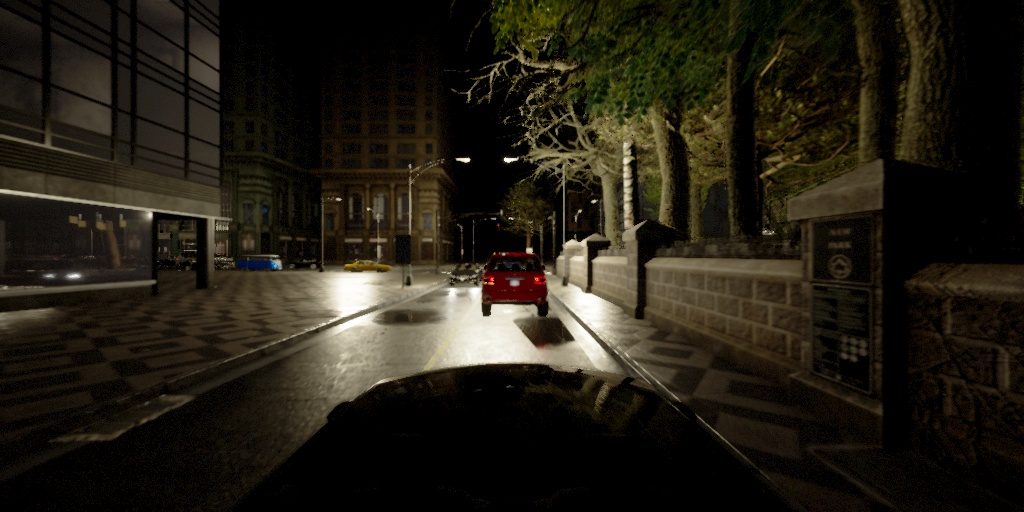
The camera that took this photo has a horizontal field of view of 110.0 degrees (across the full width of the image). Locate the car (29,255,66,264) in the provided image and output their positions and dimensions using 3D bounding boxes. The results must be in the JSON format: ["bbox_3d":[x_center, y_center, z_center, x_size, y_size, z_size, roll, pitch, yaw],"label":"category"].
[{"bbox_3d":[-48.818,0.680,37.643,4.403,1.370,2.007,0,0,0],"label":"car"}]

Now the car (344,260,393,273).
[{"bbox_3d":[-14.932,1.083,37.438,4.829,1.417,1.751,0,0,0],"label":"car"}]

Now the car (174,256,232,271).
[{"bbox_3d":[-31.961,0.917,37.541,4.403,1.370,2.007,0,0,0],"label":"car"}]

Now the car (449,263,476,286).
[{"bbox_3d":[-3.043,1.215,24.531,1.837,1.490,4.892,0,0,1],"label":"car"}]

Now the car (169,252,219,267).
[{"bbox_3d":[-34.364,0.551,40.225,5.566,2.045,2.150,1,0,0],"label":"car"}]

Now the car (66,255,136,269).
[{"bbox_3d":[-43.031,0.737,37.608,4.829,1.417,1.751,0,0,0],"label":"car"}]

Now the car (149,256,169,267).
[{"bbox_3d":[-43.156,0.746,46.135,4.403,1.370,2.007,0,0,0],"label":"car"}]

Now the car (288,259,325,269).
[{"bbox_3d":[-26.301,0.987,46.033,4.313,1.339,1.948,0,0,0],"label":"car"}]

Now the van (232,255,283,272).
[{"bbox_3d":[-26.343,0.778,37.507,3.998,1.789,1.690,0,0,0],"label":"van"}]

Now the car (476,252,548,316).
[{"bbox_3d":[0.099,0.943,13.346,2.150,2.045,5.566,0,-1,0],"label":"car"}]
